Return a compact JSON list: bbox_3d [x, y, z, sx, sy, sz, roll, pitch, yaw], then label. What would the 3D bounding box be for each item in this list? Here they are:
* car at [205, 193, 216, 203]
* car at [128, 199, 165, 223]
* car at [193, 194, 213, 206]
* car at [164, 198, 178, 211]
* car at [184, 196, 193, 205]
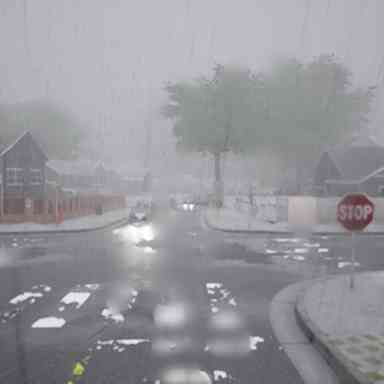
[{"bbox_3d":[3.768,1.236,66.579,2.150,2.045,5.566,1,0,13],"label":"car"},{"bbox_3d":[-3.534,1.478,25.227,2.128,1.511,4.902,0,0,1],"label":"car"},{"bbox_3d":[1.900,1.587,56.813,1.994,1.385,4.181,0,0,10],"label":"car"},{"bbox_3d":[-2.882,1.499,40.685,1.837,1.490,4.892,0,0,5],"label":"car"},{"bbox_3d":[-0.198,1.495,60.851,2.128,1.511,4.902,0,0,10],"label":"car"}]
